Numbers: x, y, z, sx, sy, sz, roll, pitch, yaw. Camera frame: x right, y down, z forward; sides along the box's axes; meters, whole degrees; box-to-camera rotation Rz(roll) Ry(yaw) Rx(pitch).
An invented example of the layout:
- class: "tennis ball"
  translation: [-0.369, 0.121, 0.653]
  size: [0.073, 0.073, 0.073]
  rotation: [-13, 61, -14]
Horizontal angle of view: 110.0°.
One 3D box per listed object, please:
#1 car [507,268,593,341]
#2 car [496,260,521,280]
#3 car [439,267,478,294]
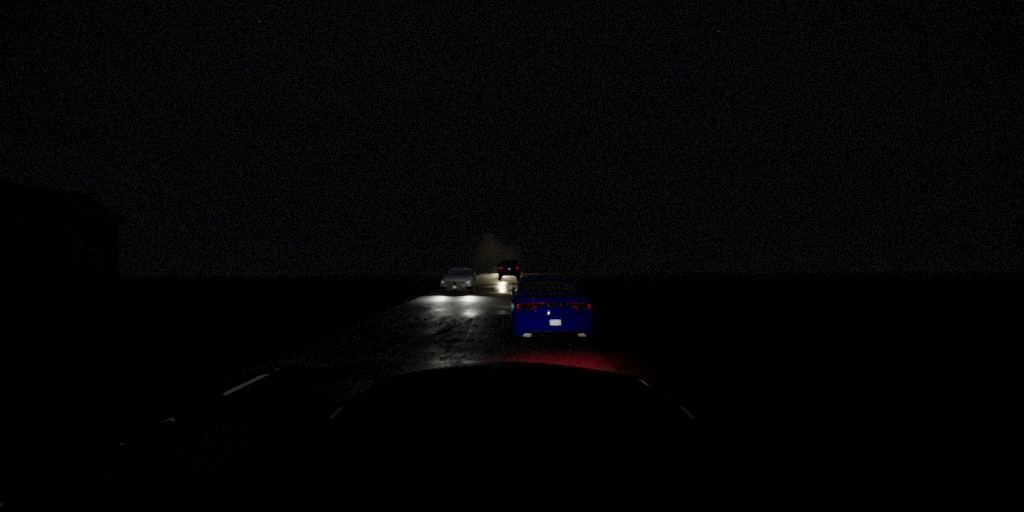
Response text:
- class: "car"
  translation: [0.881, 1.254, 9.970]
  size: [1.882, 1.535, 5.008]
  rotation: [0, 0, -1]
- class: "car"
  translation: [-0.291, 1.422, 37.207]
  size: [2.150, 2.045, 5.566]
  rotation: [0, -2, -1]
- class: "car"
  translation: [-3.064, 1.416, 21.342]
  size: [1.812, 1.442, 4.674]
  rotation: [0, -1, 0]
